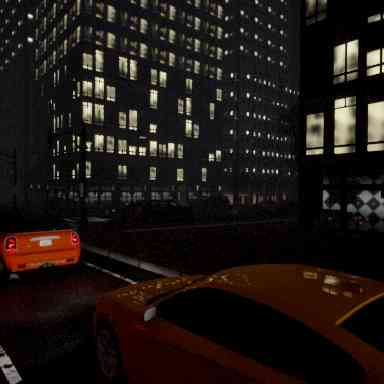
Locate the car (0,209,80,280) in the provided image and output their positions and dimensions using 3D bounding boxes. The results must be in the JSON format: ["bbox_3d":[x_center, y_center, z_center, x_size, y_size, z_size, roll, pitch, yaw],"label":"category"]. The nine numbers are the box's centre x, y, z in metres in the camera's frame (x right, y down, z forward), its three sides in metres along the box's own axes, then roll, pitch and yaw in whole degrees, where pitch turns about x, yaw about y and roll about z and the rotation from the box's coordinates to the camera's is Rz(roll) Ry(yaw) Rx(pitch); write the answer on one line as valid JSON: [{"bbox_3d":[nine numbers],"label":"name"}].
[{"bbox_3d":[-5.188,1.347,10.313,2.097,1.767,4.553,0,0,-40],"label":"car"}]

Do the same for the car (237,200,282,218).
[{"bbox_3d":[6.719,1.832,33.908,4.829,1.417,1.752,1,0,-39],"label":"car"}]

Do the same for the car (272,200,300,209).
[{"bbox_3d":[14.433,1.881,50.964,4.313,1.339,1.947,1,0,-39],"label":"car"}]

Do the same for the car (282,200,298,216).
[{"bbox_3d":[10.965,1.936,37.356,4.206,1.307,1.802,1,0,-39],"label":"car"}]

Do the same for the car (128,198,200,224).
[{"bbox_3d":[-2.168,1.523,26.691,5.009,1.841,2.192,1,0,-39],"label":"car"}]

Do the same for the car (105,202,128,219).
[{"bbox_3d":[-5.781,1.642,31.216,4.674,1.442,1.812,1,1,-38],"label":"car"}]

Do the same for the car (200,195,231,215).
[{"bbox_3d":[1.903,1.423,37.435,5.566,2.045,2.150,1,1,-39],"label":"car"}]

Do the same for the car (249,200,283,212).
[{"bbox_3d":[9.793,1.814,43.837,4.674,1.442,1.812,1,1,-39],"label":"car"}]

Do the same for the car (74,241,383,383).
[{"bbox_3d":[0.739,1.476,3.261,1.882,1.535,5.008,0,0,-40],"label":"car"}]

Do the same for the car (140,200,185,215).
[{"bbox_3d":[-3.208,1.647,36.643,4.829,1.417,1.752,1,0,-39],"label":"car"}]
